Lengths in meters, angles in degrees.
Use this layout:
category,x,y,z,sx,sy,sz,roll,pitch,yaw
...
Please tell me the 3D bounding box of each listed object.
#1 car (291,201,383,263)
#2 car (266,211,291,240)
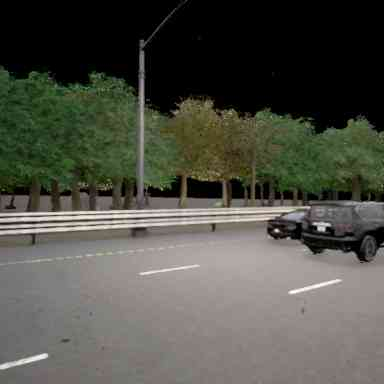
category,x,y,z,sx,sy,sz,roll,pitch,yaw
car,6.590,1.365,12.848,5.566,2.045,2.150,0,0,-35
car,5.916,1.638,16.638,5.008,1.535,1.882,1,0,-35
